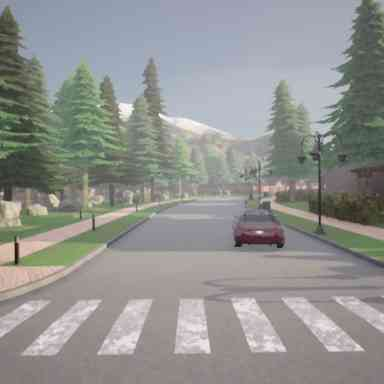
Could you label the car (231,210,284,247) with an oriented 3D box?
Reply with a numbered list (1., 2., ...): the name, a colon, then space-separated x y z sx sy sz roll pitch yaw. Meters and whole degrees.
1. car: 2.779 1.470 14.594 1.994 1.385 4.181 0 1 6
